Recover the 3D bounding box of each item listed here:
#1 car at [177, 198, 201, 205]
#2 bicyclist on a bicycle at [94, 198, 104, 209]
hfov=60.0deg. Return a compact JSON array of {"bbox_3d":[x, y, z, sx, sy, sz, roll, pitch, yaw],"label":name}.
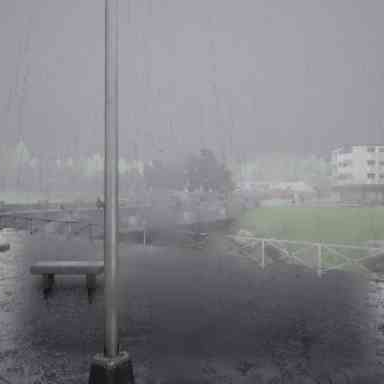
[{"bbox_3d":[-0.361,1.564,48.367,1.994,1.385,4.181,0,0,36],"label":"car"},{"bbox_3d":[-8.304,1.349,29.832,1.656,1.620,0.582,0,0,35],"label":"bicyclist on a bicycle"}]
